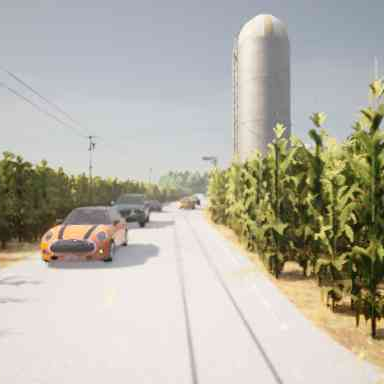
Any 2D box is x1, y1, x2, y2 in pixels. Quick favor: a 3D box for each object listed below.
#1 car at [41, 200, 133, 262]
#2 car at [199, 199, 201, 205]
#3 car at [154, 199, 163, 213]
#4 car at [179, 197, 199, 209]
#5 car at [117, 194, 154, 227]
[{"bbox_3d":[-3.610,1.335,11.956,2.097,1.767,4.553,0,0,-2],"label":"car"},{"bbox_3d":[0.365,1.456,53.606,2.033,1.411,5.357,0,0,6],"label":"car"},{"bbox_3d":[-4.258,1.506,36.052,1.994,1.385,4.181,0,0,2],"label":"car"},{"bbox_3d":[-0.546,1.405,43.007,1.882,1.535,5.008,0,0,4],"label":"car"},{"bbox_3d":[-4.101,1.186,22.619,2.150,2.045,5.566,0,0,-2],"label":"car"}]
